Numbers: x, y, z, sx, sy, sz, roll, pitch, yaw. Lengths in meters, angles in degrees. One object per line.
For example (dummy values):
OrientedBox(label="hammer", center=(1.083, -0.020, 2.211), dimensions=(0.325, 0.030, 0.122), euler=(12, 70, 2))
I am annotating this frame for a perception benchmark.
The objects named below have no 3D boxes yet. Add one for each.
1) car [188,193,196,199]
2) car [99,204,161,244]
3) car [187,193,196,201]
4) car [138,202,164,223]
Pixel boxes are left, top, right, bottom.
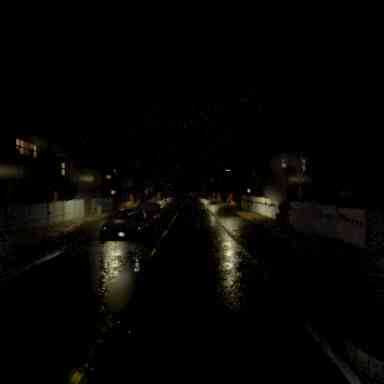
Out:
OrientedBox(label="car", center=(-0.070, 0.858, 79.345), dimensions=(1.895, 1.301, 4.718), euler=(0, 0, 0))
OrientedBox(label="car", center=(-2.772, 1.466, 15.121), dimensions=(1.994, 1.385, 4.181), euler=(0, 0, 1))
OrientedBox(label="car", center=(-0.062, 0.979, 69.029), dimensions=(1.882, 1.535, 5.008), euler=(0, 0, 0))
OrientedBox(label="car", center=(-2.794, 1.382, 20.892), dimensions=(1.812, 1.442, 4.674), euler=(0, 0, 0))
